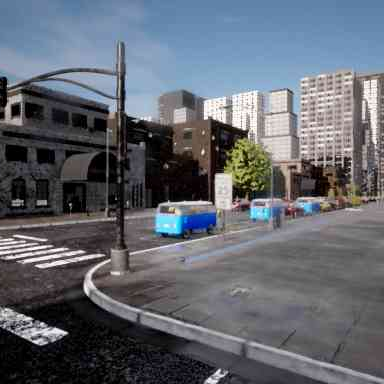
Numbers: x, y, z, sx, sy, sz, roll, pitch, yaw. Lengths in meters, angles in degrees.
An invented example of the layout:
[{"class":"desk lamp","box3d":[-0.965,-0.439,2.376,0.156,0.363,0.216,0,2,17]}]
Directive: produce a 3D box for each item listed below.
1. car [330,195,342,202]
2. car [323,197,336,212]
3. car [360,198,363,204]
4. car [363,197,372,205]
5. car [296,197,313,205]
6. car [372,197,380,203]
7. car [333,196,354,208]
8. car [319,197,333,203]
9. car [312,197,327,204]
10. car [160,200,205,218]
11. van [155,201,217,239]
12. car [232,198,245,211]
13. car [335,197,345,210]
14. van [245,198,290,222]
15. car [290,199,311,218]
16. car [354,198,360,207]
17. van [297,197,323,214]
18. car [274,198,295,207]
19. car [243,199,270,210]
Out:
[{"class":"car","box3d":[37.265,1.713,85.848,1.967,1.590,4.097,0,0,35]},{"class":"car","box3d":[15.738,1.671,40.446,1.752,1.417,4.829,0,0,35]},{"class":"car","box3d":[28.397,1.749,58.546,1.752,1.417,4.829,0,0,35]},{"class":"car","box3d":[34.628,1.810,67.456,1.887,1.381,4.507,0,0,35]},{"class":"car","box3d":[21.442,1.706,63.223,1.887,1.381,4.507,0,0,35]},{"class":"car","box3d":[44.123,1.900,81.031,1.947,1.339,4.313,0,0,35]},{"class":"car","box3d":[21.971,1.498,49.357,2.192,1.841,5.009,0,0,35]},{"class":"car","box3d":[30.935,1.793,76.798,1.947,1.339,4.313,0,0,35]},{"class":"car","box3d":[27.674,1.729,72.134,1.752,1.417,4.829,0,0,35]},{"class":"car","box3d":[-0.808,1.559,31.410,1.752,1.417,4.829,0,0,35]},{"class":"van","box3d":[-0.182,1.407,17.682,1.690,1.788,3.998,0,0,35]},{"class":"car","box3d":[5.620,1.507,40.600,1.967,1.590,4.097,0,0,35]},{"class":"car","box3d":[18.805,1.730,44.831,1.947,1.339,4.313,0,0,35]},{"class":"van","box3d":[6.148,1.436,26.732,1.690,1.788,3.998,0,0,35]},{"class":"car","box3d":[9.311,1.656,31.256,1.887,1.381,4.507,0,0,35]},{"class":"car","box3d":[25.136,1.517,53.882,2.192,1.841,5.009,0,0,35]},{"class":"van","box3d":[12.477,1.469,35.781,1.690,1.788,3.998,0,0,35]},{"class":"car","box3d":[15.113,1.666,54.174,1.887,1.381,4.507,0,0,35]},{"class":"car","box3d":[8.784,1.629,45.125,1.887,1.381,4.507,0,0,35]}]
